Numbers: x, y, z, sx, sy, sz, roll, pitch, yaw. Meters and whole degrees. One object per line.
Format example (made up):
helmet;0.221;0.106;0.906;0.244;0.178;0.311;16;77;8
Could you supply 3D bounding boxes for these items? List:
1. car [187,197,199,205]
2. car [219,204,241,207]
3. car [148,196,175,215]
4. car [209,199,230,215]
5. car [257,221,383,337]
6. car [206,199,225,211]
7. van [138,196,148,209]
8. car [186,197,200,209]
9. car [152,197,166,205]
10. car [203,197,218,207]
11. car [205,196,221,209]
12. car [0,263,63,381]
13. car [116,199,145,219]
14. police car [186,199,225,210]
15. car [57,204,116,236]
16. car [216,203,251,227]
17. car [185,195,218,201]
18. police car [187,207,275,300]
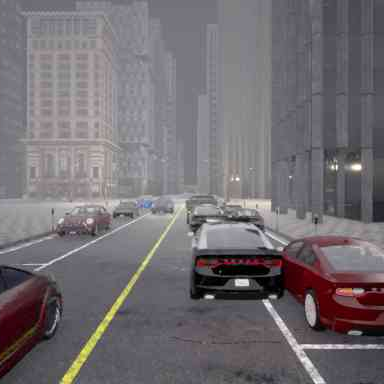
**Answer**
car;0.116;1.529;58.096;1.994;1.385;4.181;0;0;0
car;2.796;1.548;17.998;2.008;1.369;4.403;0;0;0
car;-2.932;1.340;34.098;2.097;1.767;4.553;0;0;0
car;2.830;1.512;35.090;1.752;1.417;4.829;0;0;0
car;2.773;1.544;6.717;1.887;1.381;4.507;0;0;0
car;2.841;1.533;40.561;2.008;1.369;4.403;0;0;0
van;-5.685;1.323;40.577;1.690;1.788;3.998;0;0;0
car;0.122;1.483;45.535;1.837;1.490;4.892;0;0;1
car;-5.650;1.516;57.500;2.008;1.369;4.403;0;0;0
car;2.864;1.522;51.843;2.008;1.369;4.403;0;0;0
car;2.852;1.417;46.202;1.967;1.590;4.097;0;0;0
car;-3.092;1.563;3.733;1.994;1.385;4.181;0;0;0
car;-5.707;1.557;29.295;1.947;1.339;4.313;0;0;0
police car;0.809;1.422;18.538;1.930;1.638;5.238;0;0;-2
car;-5.730;1.437;18.013;1.967;1.590;4.097;0;0;0
car;2.807;1.560;23.638;1.947;1.339;4.313;0;0;0
car;0.725;1.217;24.486;2.150;2.045;5.566;0;0;0
police car;0.904;1.426;8.566;1.930;1.638;5.238;0;0;0
